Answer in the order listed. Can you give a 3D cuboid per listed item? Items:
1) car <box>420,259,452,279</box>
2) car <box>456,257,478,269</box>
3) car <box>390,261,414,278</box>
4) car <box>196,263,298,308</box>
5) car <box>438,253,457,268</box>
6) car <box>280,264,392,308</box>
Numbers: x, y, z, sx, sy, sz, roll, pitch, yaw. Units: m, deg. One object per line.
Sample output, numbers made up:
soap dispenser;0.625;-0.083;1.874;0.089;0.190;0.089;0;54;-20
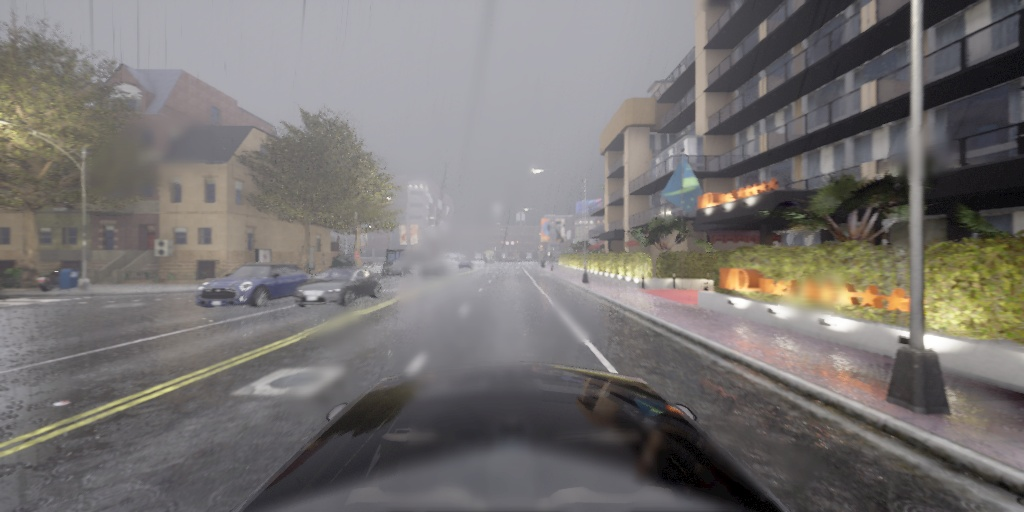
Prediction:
car;-7.088;1.256;33.113;1.837;1.490;4.892;0;-1;0
car;-6.998;1.297;55.556;2.033;1.411;5.357;0;0;0
car;-10.586;1.254;33.606;1.837;1.490;4.892;0;0;0
car;-10.597;1.102;15.113;2.097;1.767;4.553;0;0;0
car;-10.495;0.960;55.864;2.150;2.045;5.566;0;0;0
car;-7.097;1.241;15.191;2.128;1.511;4.902;0;0;0
